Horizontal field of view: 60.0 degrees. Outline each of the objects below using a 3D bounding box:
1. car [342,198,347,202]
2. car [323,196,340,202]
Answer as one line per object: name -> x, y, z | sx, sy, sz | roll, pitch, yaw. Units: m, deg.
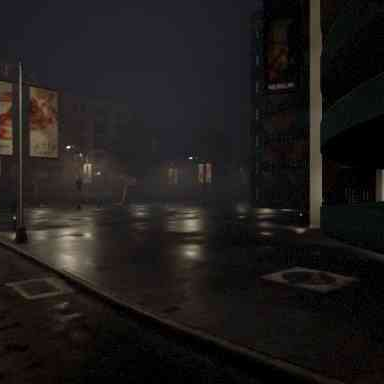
car -> 22.171, 1.413, 51.038 | 4.786, 1.482, 2.161 | 0, 0, -41
car -> 15.615, 1.320, 39.957 | 4.674, 1.452, 2.002 | 0, 0, -41
